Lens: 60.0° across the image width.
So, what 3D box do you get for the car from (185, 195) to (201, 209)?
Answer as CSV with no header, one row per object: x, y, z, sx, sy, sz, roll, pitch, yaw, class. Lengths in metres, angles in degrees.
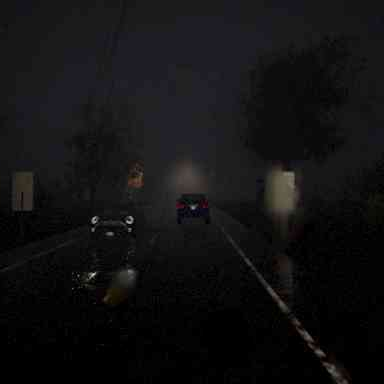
0.085,1.245,42.523,1.882,1.535,5.008,0,0,0,car

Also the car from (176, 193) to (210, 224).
0.074,1.074,23.567,2.150,2.045,5.566,0,0,0,car

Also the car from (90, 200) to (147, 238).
-3.590,1.239,16.875,2.097,1.767,4.553,0,0,0,car
